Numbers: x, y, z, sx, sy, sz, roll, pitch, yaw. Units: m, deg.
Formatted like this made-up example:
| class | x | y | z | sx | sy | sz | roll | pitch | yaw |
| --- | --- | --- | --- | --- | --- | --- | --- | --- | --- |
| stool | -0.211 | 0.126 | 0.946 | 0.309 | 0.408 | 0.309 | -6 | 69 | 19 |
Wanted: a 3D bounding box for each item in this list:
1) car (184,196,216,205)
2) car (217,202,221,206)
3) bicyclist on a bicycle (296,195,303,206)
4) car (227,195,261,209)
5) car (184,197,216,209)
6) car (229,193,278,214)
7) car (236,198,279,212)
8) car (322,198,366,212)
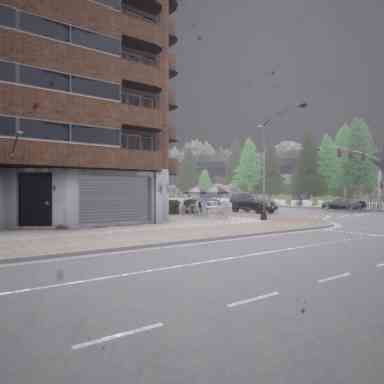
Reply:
| class | x | y | z | sx | sy | sz | roll | pitch | yaw |
| --- | --- | --- | --- | --- | --- | --- | --- | --- | --- |
| car | 1.274 | 1.492 | 57.211 | 5.357 | 1.411 | 2.033 | 0 | 0 | 37 |
| car | 1.987 | 1.545 | 46.478 | 1.895 | 1.301 | 4.718 | 0 | 0 | -41 |
| bicyclist on a bicycle | 15.323 | 1.245 | 47.313 | 1.656 | 1.620 | 0.582 | 0 | 0 | -36 |
| car | 7.131 | 1.296 | 46.127 | 2.097 | 1.767 | 4.553 | 0 | 0 | -37 |
| car | 0.640 | 1.508 | 42.513 | 1.994 | 1.385 | 4.181 | 0 | 0 | -39 |
| car | 6.303 | 1.166 | 35.007 | 2.150 | 2.045 | 5.566 | 0 | 0 | -38 |
| car | 7.620 | 1.449 | 39.114 | 1.837 | 1.490 | 4.892 | 0 | 0 | -37 |
| car | 17.303 | 1.436 | 38.103 | 2.128 | 1.511 | 4.902 | 0 | 0 | -36 |
